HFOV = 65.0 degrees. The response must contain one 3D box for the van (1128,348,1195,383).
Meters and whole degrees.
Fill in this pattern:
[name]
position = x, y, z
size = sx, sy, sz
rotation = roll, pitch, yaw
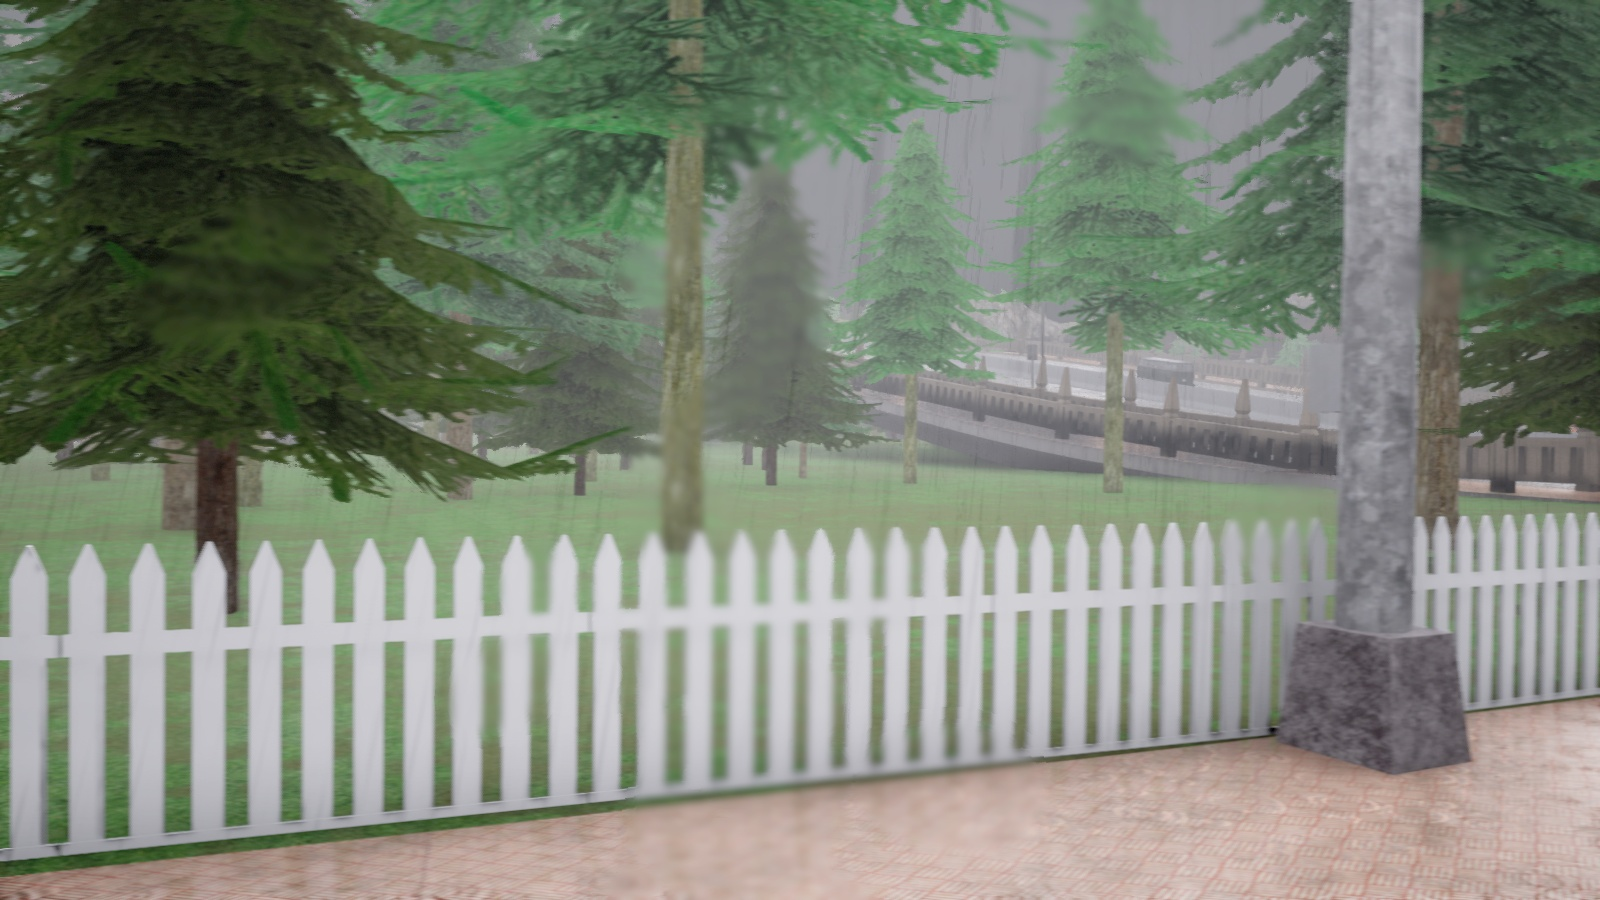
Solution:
[van]
position = 24.037, -5.647, 83.714
size = 1.775, 1.987, 4.442
rotation = -1, 8, -22
